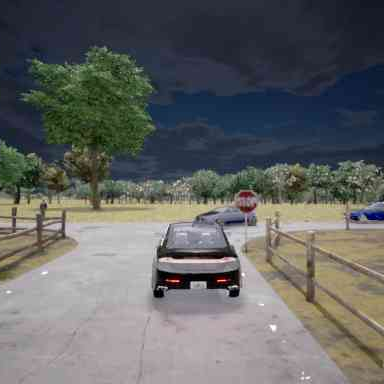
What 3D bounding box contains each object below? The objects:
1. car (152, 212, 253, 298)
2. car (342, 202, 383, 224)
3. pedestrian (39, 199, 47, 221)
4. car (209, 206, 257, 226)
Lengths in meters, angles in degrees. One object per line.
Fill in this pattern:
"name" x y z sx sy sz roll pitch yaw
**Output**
"car" 0.049 1.505 8.545 2.128 1.511 4.902 0 0 -2
"car" 13.471 1.487 24.000 5.008 1.535 1.882 0 -2 1
"pedestrian" -12.116 1.439 27.076 0.375 1.860 0.375 0 -1 0
"car" 2.156 1.582 21.279 4.181 1.385 1.994 -1 0 -33
